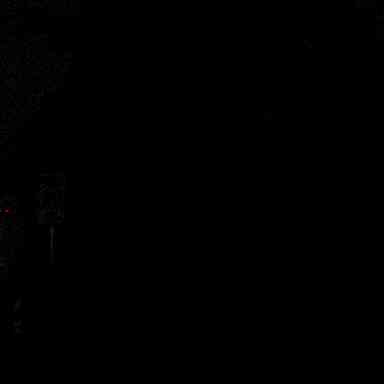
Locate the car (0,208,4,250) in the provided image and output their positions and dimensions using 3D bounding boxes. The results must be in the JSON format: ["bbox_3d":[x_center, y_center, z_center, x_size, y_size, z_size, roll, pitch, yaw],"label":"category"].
[{"bbox_3d":[-5.929,1.459,8.072,2.097,1.767,4.553,0,-1,-28],"label":"car"}]

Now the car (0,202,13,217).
[{"bbox_3d":[-20.616,1.992,36.100,2.033,1.411,5.357,0,0,-27],"label":"car"}]

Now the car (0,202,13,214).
[{"bbox_3d":[-25.064,2.064,44.438,1.994,1.385,4.181,0,0,-28],"label":"car"}]
